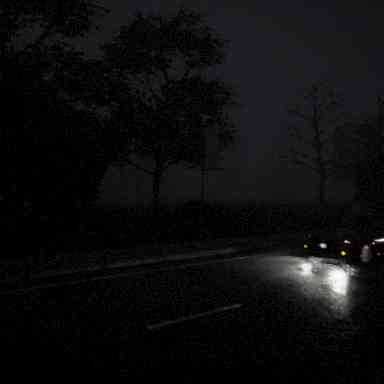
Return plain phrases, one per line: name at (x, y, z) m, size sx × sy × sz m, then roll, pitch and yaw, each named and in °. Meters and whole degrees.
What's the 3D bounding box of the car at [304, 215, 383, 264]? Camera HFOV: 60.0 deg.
car at (5.950, 1.547, 11.748) m, size 4.181 × 1.385 × 1.994 m, roll 0°, pitch 0°, yaw -30°
